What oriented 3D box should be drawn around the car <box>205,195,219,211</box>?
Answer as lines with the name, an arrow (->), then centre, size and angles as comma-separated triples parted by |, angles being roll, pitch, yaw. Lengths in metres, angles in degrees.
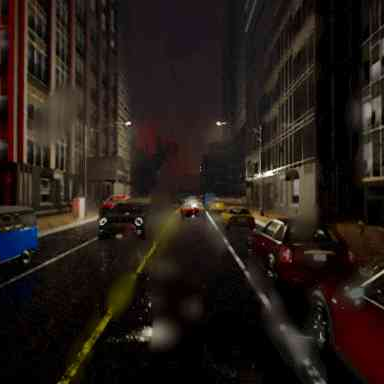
car -> 2.704, 1.376, 37.037 | 1.752, 1.417, 4.829 | 1, 0, 0

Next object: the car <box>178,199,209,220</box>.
car -> 0.100, 1.493, 26.642 | 1.895, 1.301, 4.718 | 0, 0, 0

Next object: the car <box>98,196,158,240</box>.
car -> -3.099, 1.285, 16.391 | 2.097, 1.767, 4.553 | 0, 0, 0

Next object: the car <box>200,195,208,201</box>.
car -> 2.705, 1.282, 75.908 | 1.802, 1.307, 4.206 | 1, 0, 0

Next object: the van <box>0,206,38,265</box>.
van -> -5.682, 1.304, 8.872 | 1.690, 1.788, 3.998 | 1, 0, 0

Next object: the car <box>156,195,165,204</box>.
car -> -5.640, 1.205, 59.049 | 1.967, 1.590, 4.097 | 1, 0, 0

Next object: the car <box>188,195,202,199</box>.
car -> 0.101, 1.348, 44.297 | 1.812, 1.442, 4.674 | 0, 0, 0

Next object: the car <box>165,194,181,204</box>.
car -> -3.053, 1.119, 58.538 | 2.097, 1.767, 4.553 | 0, 0, 0

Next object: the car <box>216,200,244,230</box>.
car -> 2.704, 1.442, 20.305 | 1.752, 1.417, 4.829 | 1, 0, 0

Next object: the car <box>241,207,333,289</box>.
car -> 2.705, 1.403, 8.980 | 1.967, 1.590, 4.097 | 1, 0, 0

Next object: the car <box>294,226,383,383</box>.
car -> 2.705, 1.426, 3.403 | 1.967, 1.590, 4.097 | 1, 0, 0

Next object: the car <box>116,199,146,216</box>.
car -> -5.644, 1.440, 31.173 | 1.947, 1.339, 4.313 | 1, 0, 0

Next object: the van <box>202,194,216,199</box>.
van -> 2.708, 1.149, 48.020 | 1.690, 1.788, 3.998 | 1, 0, 0
